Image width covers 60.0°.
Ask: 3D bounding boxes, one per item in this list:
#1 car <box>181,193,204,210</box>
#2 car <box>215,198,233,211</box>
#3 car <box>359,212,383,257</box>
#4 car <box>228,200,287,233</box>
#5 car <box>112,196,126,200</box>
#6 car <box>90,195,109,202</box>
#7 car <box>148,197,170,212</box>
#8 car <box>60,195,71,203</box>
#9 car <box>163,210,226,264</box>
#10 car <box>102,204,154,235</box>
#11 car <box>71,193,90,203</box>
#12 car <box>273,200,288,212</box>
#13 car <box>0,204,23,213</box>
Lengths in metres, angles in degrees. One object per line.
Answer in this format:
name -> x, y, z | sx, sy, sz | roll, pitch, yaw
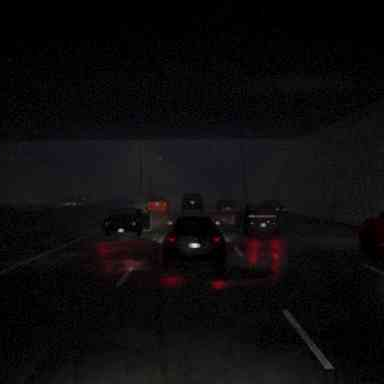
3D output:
car -> 0.066, 1.123, 34.277 | 2.150, 2.045, 5.566 | 0, 0, 0
car -> 3.566, 1.389, 35.293 | 2.128, 1.511, 4.902 | 0, 0, 0
car -> 7.079, 1.192, 9.630 | 2.150, 2.045, 5.566 | 0, 0, 0
car -> 3.575, 1.436, 19.100 | 2.128, 1.511, 4.902 | 0, 0, 0
car -> -14.050, 1.423, 64.097 | 1.895, 1.301, 4.718 | 0, 0, 0
car -> -17.548, 1.332, 64.928 | 2.128, 1.511, 4.902 | 0, 0, 0
car -> -3.435, 1.252, 35.021 | 2.097, 1.767, 4.553 | 0, 0, 0
car -> -24.540, 1.289, 66.283 | 1.882, 1.535, 5.008 | 0, 0, 0
car -> 0.078, 1.530, 11.715 | 1.994, 1.385, 4.181 | 0, 0, 0
car -> -3.423, 1.549, 18.218 | 1.895, 1.301, 4.718 | 0, 0, 0
car -> -21.043, 1.174, 64.300 | 2.097, 1.767, 4.553 | 0, 0, 0
car -> 7.066, 1.460, 29.974 | 2.033, 1.411, 5.357 | 0, 0, 0
car -> -14.128, 1.536, 23.707 | 1.895, 1.301, 4.718 | 0, 0, 0
